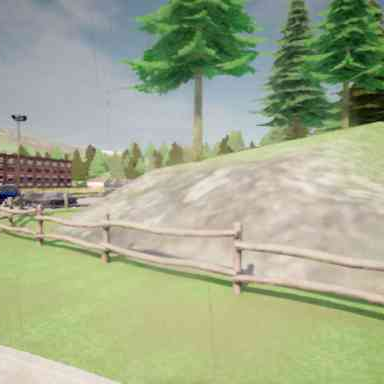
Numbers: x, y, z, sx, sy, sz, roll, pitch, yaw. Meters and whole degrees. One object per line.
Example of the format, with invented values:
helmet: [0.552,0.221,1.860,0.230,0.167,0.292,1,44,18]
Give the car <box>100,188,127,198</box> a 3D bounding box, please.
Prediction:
car: [-13.605,0.185,55.966,1.837,1.490,4.892,1,1,23]

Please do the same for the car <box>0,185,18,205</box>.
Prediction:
car: [-19.568,0.346,32.481,2.150,2.045,5.566,1,2,22]

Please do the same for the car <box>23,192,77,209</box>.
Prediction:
car: [-12.720,0.751,30.745,1.812,1.442,4.674,1,1,22]

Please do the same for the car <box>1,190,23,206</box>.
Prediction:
car: [-15.799,0.725,32.456,1.994,1.385,4.181,1,1,22]
